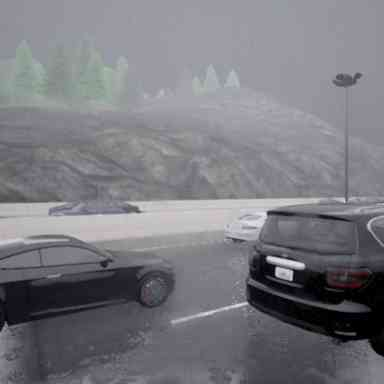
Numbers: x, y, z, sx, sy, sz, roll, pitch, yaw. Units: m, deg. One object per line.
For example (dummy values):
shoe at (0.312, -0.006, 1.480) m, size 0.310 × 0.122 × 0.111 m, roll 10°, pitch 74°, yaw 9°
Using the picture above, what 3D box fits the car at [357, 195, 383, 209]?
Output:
car at (25.734, 1.393, 47.226) m, size 4.553 × 1.767 × 2.097 m, roll 0°, pitch 0°, yaw -34°

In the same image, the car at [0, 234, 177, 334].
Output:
car at (-2.510, 1.537, 6.254) m, size 4.674 × 1.442 × 1.812 m, roll 0°, pitch 0°, yaw -35°

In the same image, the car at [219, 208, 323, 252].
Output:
car at (3.563, 1.543, 14.699) m, size 4.674 × 1.442 × 1.812 m, roll 0°, pitch 0°, yaw -35°

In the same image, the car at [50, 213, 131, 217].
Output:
car at (-6.508, 1.386, 20.748) m, size 4.553 × 1.767 × 2.097 m, roll 0°, pitch 0°, yaw -35°

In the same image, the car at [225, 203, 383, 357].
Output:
car at (3.485, 1.227, 6.144) m, size 5.566 × 2.045 × 2.150 m, roll 0°, pitch 0°, yaw -35°

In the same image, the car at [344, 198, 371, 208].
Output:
car at (25.533, 1.609, 51.324) m, size 4.181 × 1.385 × 1.994 m, roll 0°, pitch 0°, yaw -34°
